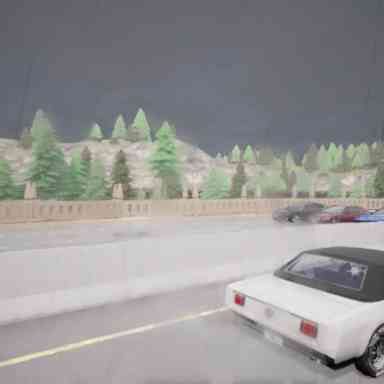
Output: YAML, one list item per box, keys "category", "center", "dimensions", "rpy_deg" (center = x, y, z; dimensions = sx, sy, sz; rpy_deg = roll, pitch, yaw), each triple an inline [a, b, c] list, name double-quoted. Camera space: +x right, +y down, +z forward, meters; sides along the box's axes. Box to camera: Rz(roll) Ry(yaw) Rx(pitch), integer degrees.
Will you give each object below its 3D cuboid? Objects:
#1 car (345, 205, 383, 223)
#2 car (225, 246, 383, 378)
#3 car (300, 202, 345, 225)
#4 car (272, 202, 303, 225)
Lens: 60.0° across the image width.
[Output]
- category: "car"
  center: [10.870, 1.479, 17.673]
  dimensions: [5.008, 1.535, 1.882]
  rpy_deg: [0, 0, -23]
- category: "car"
  center: [2.941, 1.592, 5.478]
  dimensions: [4.718, 1.301, 1.895]
  rpy_deg: [0, 0, -32]
- category: "car"
  center: [9.416, 1.521, 20.843]
  dimensions: [4.674, 1.442, 1.812]
  rpy_deg: [0, 0, -23]
- category: "car"
  center: [8.108, 1.495, 24.075]
  dimensions: [4.892, 1.490, 1.837]
  rpy_deg: [0, 0, -23]
